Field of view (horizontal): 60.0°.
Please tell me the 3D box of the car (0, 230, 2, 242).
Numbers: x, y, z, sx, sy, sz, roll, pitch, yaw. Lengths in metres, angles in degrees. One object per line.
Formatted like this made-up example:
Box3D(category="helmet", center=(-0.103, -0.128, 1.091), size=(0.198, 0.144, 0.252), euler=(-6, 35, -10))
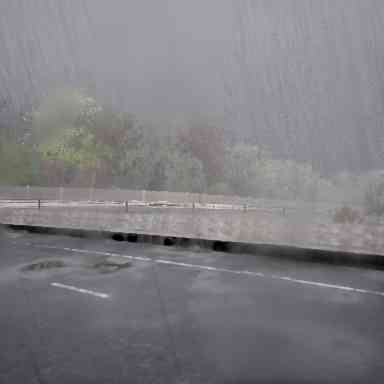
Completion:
Box3D(category="car", center=(-9.916, 1.571, 13.817), size=(4.181, 1.385, 1.994), euler=(0, 0, 27))
